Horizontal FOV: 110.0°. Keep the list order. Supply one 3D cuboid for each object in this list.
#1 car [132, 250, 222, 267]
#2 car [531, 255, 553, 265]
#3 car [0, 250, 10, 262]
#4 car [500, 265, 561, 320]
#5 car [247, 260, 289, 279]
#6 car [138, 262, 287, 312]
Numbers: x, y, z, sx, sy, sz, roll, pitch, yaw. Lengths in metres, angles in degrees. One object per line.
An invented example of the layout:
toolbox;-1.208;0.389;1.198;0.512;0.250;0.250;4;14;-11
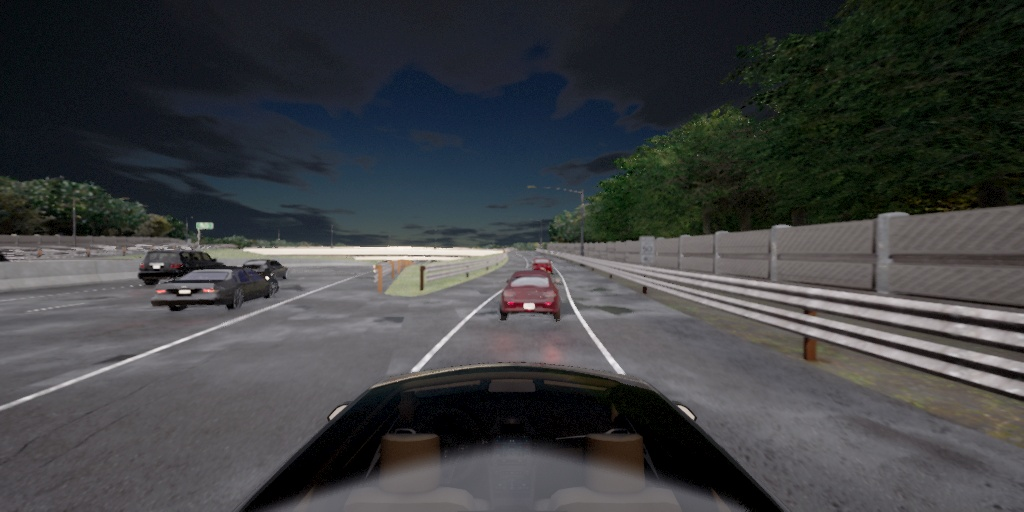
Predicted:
car;-20.007;0.683;22.077;2.150;2.045;5.566;0;0;-15
car;2.823;0.929;33.992;1.882;1.535;5.008;0;1;5
car;-34.657;0.585;21.945;2.150;2.045;5.566;0;0;-14
car;0.660;1.198;12.134;1.812;1.442;4.674;0;0;5
car;-17.142;0.984;24.911;1.837;1.490;4.892;0;0;-15
car;-10.502;1.107;13.209;2.033;1.411;5.357;0;0;-15
